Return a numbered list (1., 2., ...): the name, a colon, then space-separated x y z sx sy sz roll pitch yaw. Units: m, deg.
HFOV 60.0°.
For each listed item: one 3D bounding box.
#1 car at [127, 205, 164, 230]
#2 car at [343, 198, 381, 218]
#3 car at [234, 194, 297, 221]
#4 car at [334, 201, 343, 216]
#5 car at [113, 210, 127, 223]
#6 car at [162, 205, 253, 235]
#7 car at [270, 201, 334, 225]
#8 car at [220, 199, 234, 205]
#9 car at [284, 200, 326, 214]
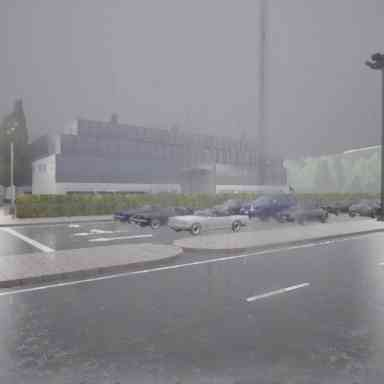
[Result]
1. car: -1.431 1.601 21.511 4.718 1.301 1.895 0 0 -36
2. car: 16.046 1.352 29.859 4.553 1.767 2.097 0 0 -36
3. car: 6.411 1.221 27.158 5.566 2.045 2.150 0 0 -36
4. car: 14.565 1.601 33.111 4.718 1.301 1.895 0 0 -36
5. car: -3.317 1.601 24.455 4.718 1.301 1.895 0 0 -36
6. car: 0.936 1.601 18.904 4.718 1.301 1.895 0 0 -36
7. car: 7.955 1.564 23.952 4.181 1.385 1.994 0 0 -36
8. car: 3.879 1.352 29.643 4.553 1.767 2.097 0 0 -36
9. car: 12.189 1.601 35.710 4.718 1.301 1.895 0 0 -36
